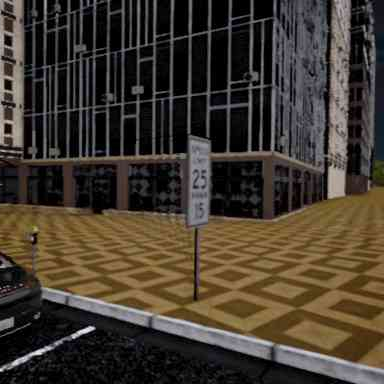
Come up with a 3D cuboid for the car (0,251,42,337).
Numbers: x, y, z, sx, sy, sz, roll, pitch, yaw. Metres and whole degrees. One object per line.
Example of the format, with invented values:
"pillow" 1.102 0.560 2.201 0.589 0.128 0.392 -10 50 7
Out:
"car" -4.318 1.480 5.433 4.403 1.369 2.008 0 2 31
